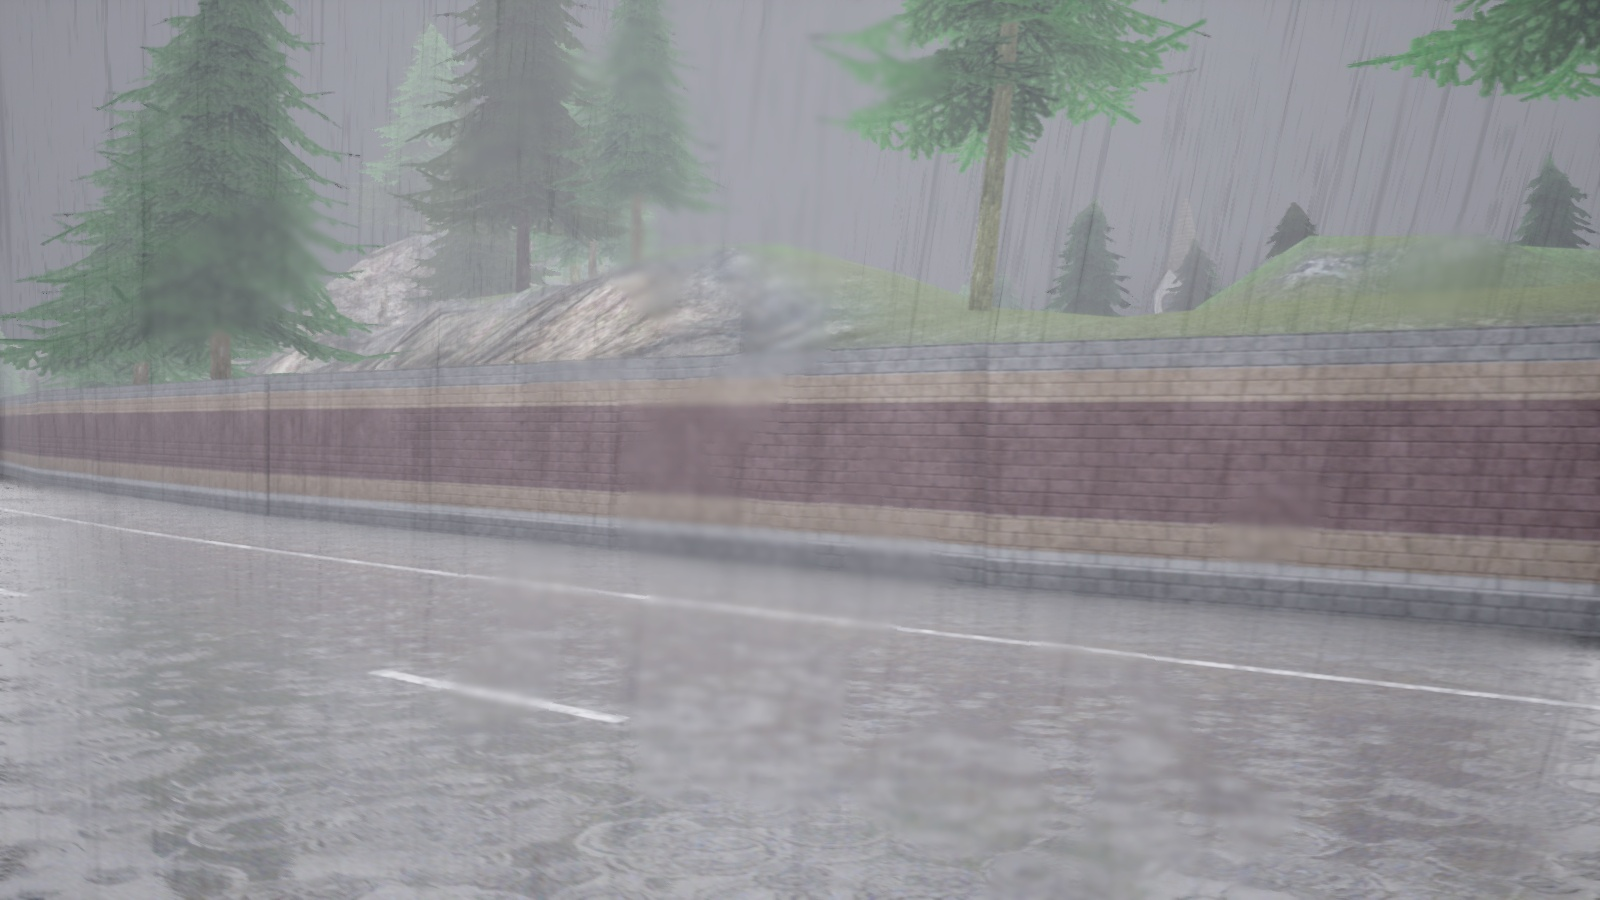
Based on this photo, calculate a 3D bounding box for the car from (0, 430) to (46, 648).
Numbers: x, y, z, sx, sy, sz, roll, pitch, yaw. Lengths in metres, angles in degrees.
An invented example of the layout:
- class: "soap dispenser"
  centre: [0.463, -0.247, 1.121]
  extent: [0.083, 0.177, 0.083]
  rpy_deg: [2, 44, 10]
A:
- class: "car"
  centre: [-7.944, 0.629, 9.644]
  extent: [4.902, 1.511, 2.128]
  rpy_deg: [0, 1, 39]
